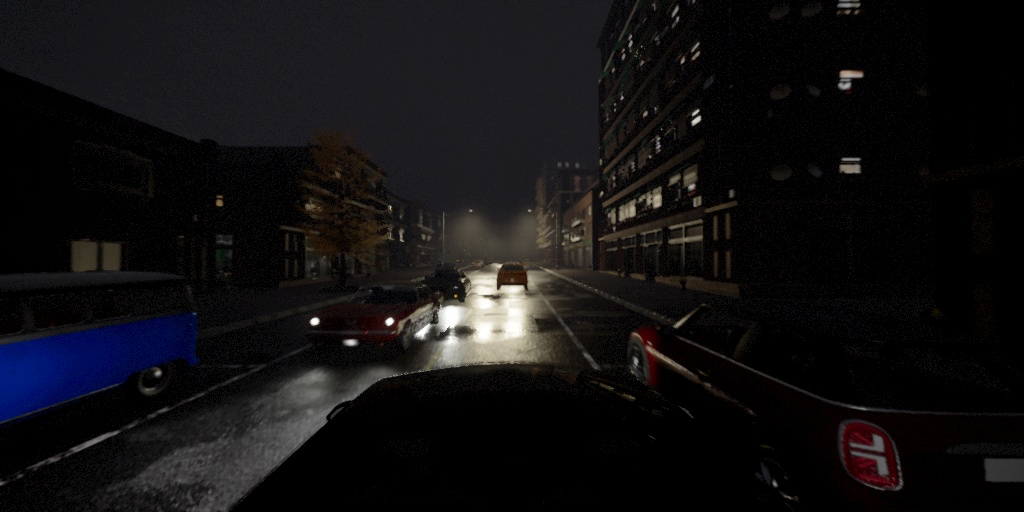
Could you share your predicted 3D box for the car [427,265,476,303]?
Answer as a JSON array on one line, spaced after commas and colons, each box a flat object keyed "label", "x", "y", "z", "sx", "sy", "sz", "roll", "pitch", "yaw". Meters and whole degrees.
[{"label": "car", "x": -2.995, "y": 1.306, "z": 16.523, "sx": 1.994, "sy": 1.385, "sz": 4.181, "roll": 0, "pitch": 0, "yaw": 0}]

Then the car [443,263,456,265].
[{"label": "car", "x": -5.680, "y": 1.317, "z": 32.269, "sx": 1.802, "sy": 1.307, "sz": 4.207, "roll": 0, "pitch": 0, "yaw": 0}]

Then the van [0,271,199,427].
[{"label": "van", "x": -5.688, "y": 1.090, "z": 3.835, "sx": 1.690, "sy": 1.789, "sz": 3.998, "roll": 0, "pitch": 0, "yaw": 0}]

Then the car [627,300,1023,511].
[{"label": "car", "x": 2.692, "y": 1.189, "z": 3.893, "sx": 1.967, "sy": 1.591, "sz": 4.097, "roll": 0, "pitch": 0, "yaw": 0}]

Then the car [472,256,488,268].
[{"label": "car", "x": -5.671, "y": 1.163, "z": 60.701, "sx": 1.967, "sy": 1.591, "sz": 4.097, "roll": 0, "pitch": 0, "yaw": 0}]

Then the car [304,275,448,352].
[{"label": "car", "x": -3.079, "y": 1.347, "z": 9.067, "sx": 1.895, "sy": 1.301, "sz": 4.718, "roll": 0, "pitch": 0, "yaw": 0}]

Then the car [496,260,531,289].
[{"label": "car", "x": 0.036, "y": 1.217, "z": 22.967, "sx": 1.882, "sy": 1.535, "sz": 5.008, "roll": 0, "pitch": 0, "yaw": 0}]
